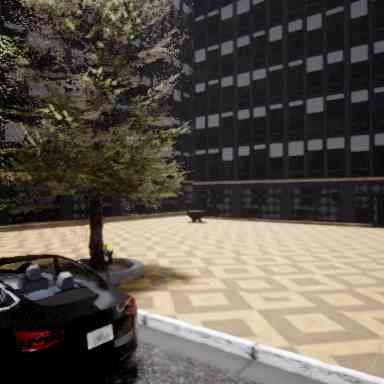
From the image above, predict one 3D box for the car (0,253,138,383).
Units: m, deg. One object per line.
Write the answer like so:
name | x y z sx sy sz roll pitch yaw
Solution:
car | -2.664 1.568 4.740 4.313 1.339 1.947 0 0 36
